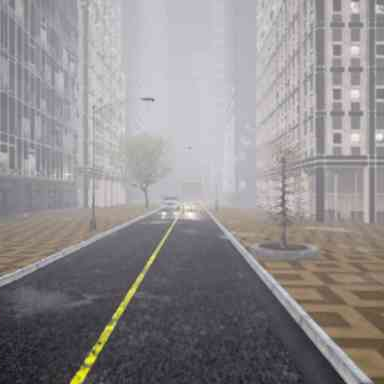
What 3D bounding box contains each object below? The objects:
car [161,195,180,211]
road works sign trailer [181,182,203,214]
[{"bbox_3d":[-2.831,1.468,44.179,2.150,2.045,5.566,0,-1,0],"label":"car"},{"bbox_3d":[-0.001,0.669,37.561,2.380,3.560,2.880,0,0,0],"label":"road works sign trailer"}]
